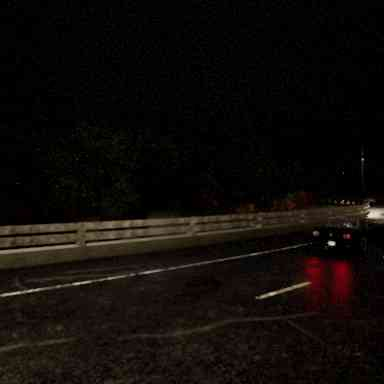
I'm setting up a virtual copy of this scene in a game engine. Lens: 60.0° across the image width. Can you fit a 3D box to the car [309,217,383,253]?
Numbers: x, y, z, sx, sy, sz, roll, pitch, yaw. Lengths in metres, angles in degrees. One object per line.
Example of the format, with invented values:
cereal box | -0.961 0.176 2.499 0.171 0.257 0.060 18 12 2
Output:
car | 7.139 1.754 14.641 4.718 1.301 1.895 1 -1 -43
